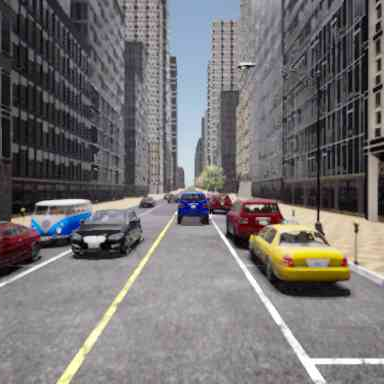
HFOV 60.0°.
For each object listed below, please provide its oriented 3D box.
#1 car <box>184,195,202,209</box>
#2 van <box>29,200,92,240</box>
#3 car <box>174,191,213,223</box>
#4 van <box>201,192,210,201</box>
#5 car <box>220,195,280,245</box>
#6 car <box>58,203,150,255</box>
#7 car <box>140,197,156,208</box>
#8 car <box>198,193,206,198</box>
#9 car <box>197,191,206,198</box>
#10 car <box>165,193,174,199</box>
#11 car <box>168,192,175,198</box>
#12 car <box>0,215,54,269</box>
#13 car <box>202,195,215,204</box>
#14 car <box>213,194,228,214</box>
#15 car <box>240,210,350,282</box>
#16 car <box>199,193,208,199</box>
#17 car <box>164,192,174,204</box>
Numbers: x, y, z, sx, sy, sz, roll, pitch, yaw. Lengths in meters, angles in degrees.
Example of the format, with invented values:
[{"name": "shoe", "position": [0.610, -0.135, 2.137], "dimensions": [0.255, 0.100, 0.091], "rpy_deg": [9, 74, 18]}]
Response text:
[{"name": "car", "position": [0.084, 1.224, 41.373], "dimensions": [2.128, 1.511, 4.902], "rpy_deg": [0, 0, 0]}, {"name": "van", "position": [-5.697, 1.250, 14.939], "dimensions": [1.690, 1.788, 3.998], "rpy_deg": [0, 0, 0]}, {"name": "car", "position": [0.091, 1.066, 24.092], "dimensions": [2.150, 2.045, 5.566], "rpy_deg": [0, -1, 0]}, {"name": "van", "position": [2.665, 0.879, 66.216], "dimensions": [1.690, 1.788, 3.998], "rpy_deg": [0, 0, 0]}, {"name": "car", "position": [2.684, 1.224, 14.941], "dimensions": [2.192, 1.841, 5.009], "rpy_deg": [0, 0, 0]}, {"name": "car", "position": [-3.107, 1.412, 12.978], "dimensions": [2.128, 1.511, 4.902], "rpy_deg": [0, 0, 0]}, {"name": "car", "position": [-5.708, 1.283, 43.427], "dimensions": [1.947, 1.339, 4.313], "rpy_deg": [0, 0, 0]}, {"name": "car", "position": [2.655, 0.907, 89.008], "dimensions": [1.947, 1.339, 4.313], "rpy_deg": [0, 1, 0]}, {"name": "car", "position": [2.654, 0.604, 94.701], "dimensions": [2.192, 1.841, 5.009], "rpy_deg": [0, 1, 0]}, {"name": "car", "position": [-5.723, 0.958, 83.307], "dimensions": [1.947, 1.339, 4.313], "rpy_deg": [0, 0, 0]}, {"name": "car", "position": [-5.727, 0.816, 94.531], "dimensions": [1.752, 1.417, 4.829], "rpy_deg": [0, 1, 0]}, {"name": "car", "position": [-5.695, 1.525, 9.242], "dimensions": [1.802, 1.307, 4.206], "rpy_deg": [0, 0, 0]}, {"name": "car", "position": [2.669, 1.175, 54.825], "dimensions": [1.887, 1.381, 4.507], "rpy_deg": [0, 0, 0]}, {"name": "car", "position": [2.677, 1.113, 32.031], "dimensions": [2.192, 1.841, 5.009], "rpy_deg": [0, 0, 0]}, {"name": "car", "position": [2.686, 1.468, 9.414], "dimensions": [1.752, 1.417, 4.829], "rpy_deg": [0, 0, 0]}, {"name": "car", "position": [2.660, 1.023, 77.614], "dimensions": [1.802, 1.307, 4.206], "rpy_deg": [0, 0, 0]}, {"name": "car", "position": [-3.094, 1.138, 54.464], "dimensions": [1.837, 1.490, 4.892], "rpy_deg": [0, 0, 0]}]
